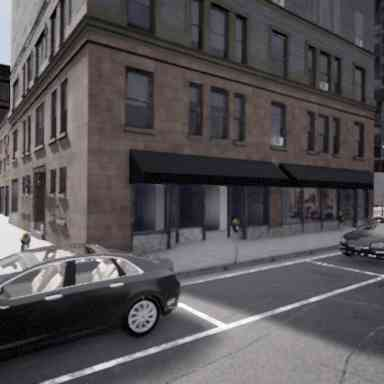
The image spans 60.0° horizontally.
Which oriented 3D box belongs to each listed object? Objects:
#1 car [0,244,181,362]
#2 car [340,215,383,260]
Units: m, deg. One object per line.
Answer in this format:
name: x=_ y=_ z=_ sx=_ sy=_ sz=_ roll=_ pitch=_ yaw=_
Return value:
car: x=-2.236 y=1.547 z=5.042 sx=4.403 sy=1.369 sz=2.008 roll=0 pitch=1 yaw=-35
car: x=6.901 y=1.506 z=11.552 sx=4.403 sy=1.369 sz=2.008 roll=0 pitch=1 yaw=-35
